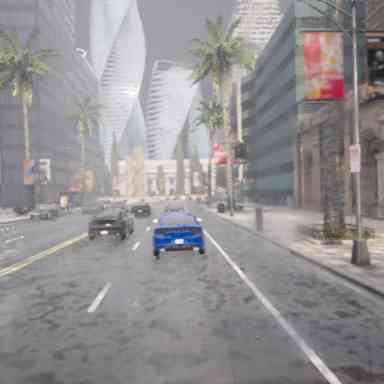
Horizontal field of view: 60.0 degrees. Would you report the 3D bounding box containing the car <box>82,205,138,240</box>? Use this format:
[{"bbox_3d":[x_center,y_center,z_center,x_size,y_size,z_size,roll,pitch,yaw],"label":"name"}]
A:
[{"bbox_3d":[-4.344,1.704,18.337,1.837,1.490,4.892,-1,0,-3],"label":"car"}]

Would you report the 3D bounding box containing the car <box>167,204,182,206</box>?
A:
[{"bbox_3d":[-1.682,1.804,32.908,1.895,1.301,4.718,-1,0,-3],"label":"car"}]

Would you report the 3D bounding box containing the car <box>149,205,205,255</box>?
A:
[{"bbox_3d":[-0.582,1.560,13.874,1.882,1.535,5.008,-1,0,-3],"label":"car"}]

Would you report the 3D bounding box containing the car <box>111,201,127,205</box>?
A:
[{"bbox_3d":[-9.457,1.951,42.751,1.837,1.490,4.892,-1,0,-3],"label":"car"}]

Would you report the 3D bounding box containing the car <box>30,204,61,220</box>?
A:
[{"bbox_3d":[-15.536,2.044,35.399,2.231,1.521,4.892,-1,0,-3],"label":"car"}]

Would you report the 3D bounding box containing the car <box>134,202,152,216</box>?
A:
[{"bbox_3d":[-5.358,1.787,35.794,1.882,1.535,5.008,-1,0,-3],"label":"car"}]

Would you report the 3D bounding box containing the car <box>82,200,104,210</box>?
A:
[{"bbox_3d":[-13.049,1.894,44.312,2.097,1.767,4.553,-1,0,-3],"label":"car"}]
